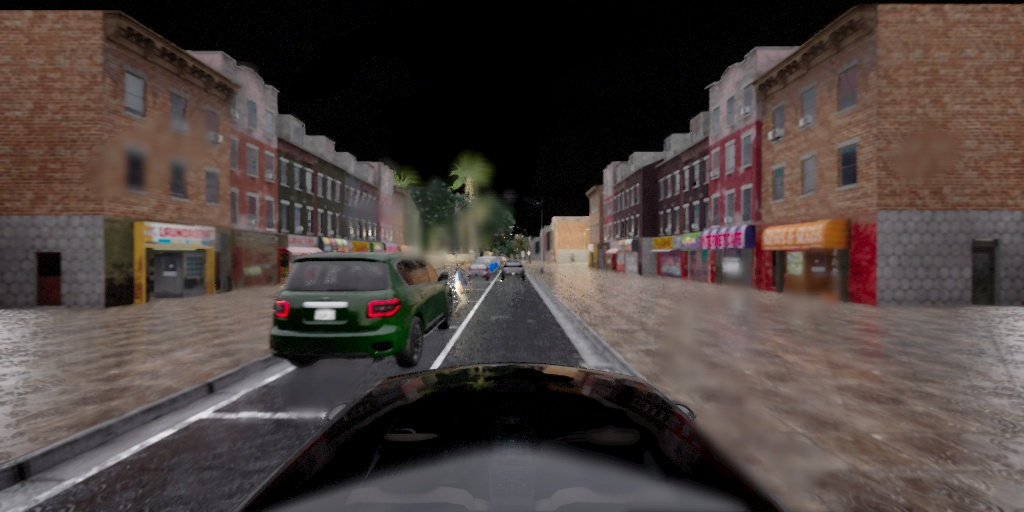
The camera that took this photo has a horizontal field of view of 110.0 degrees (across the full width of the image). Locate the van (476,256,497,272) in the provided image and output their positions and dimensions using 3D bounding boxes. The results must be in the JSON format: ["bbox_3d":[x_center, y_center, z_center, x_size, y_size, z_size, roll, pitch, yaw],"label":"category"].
[{"bbox_3d":[-2.634,0.988,34.366,1.690,1.789,3.998,0,0,0],"label":"van"}]

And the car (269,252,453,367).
[{"bbox_3d":[-2.749,0.949,7.960,2.150,2.045,5.566,0,0,0],"label":"car"}]

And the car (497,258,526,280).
[{"bbox_3d":[0.097,1.148,29.449,2.128,1.511,4.902,0,0,0],"label":"car"}]

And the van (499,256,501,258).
[{"bbox_3d":[-2.633,0.964,45.294,1.690,1.789,3.998,0,0,0],"label":"van"}]

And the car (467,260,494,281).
[{"bbox_3d":[-2.635,1.241,28.901,1.802,1.307,4.207,0,0,0],"label":"car"}]

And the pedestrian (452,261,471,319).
[{"bbox_3d":[-1.577,1.006,11.213,0.375,1.860,0.375,0,0,0],"label":"pedestrian"}]
